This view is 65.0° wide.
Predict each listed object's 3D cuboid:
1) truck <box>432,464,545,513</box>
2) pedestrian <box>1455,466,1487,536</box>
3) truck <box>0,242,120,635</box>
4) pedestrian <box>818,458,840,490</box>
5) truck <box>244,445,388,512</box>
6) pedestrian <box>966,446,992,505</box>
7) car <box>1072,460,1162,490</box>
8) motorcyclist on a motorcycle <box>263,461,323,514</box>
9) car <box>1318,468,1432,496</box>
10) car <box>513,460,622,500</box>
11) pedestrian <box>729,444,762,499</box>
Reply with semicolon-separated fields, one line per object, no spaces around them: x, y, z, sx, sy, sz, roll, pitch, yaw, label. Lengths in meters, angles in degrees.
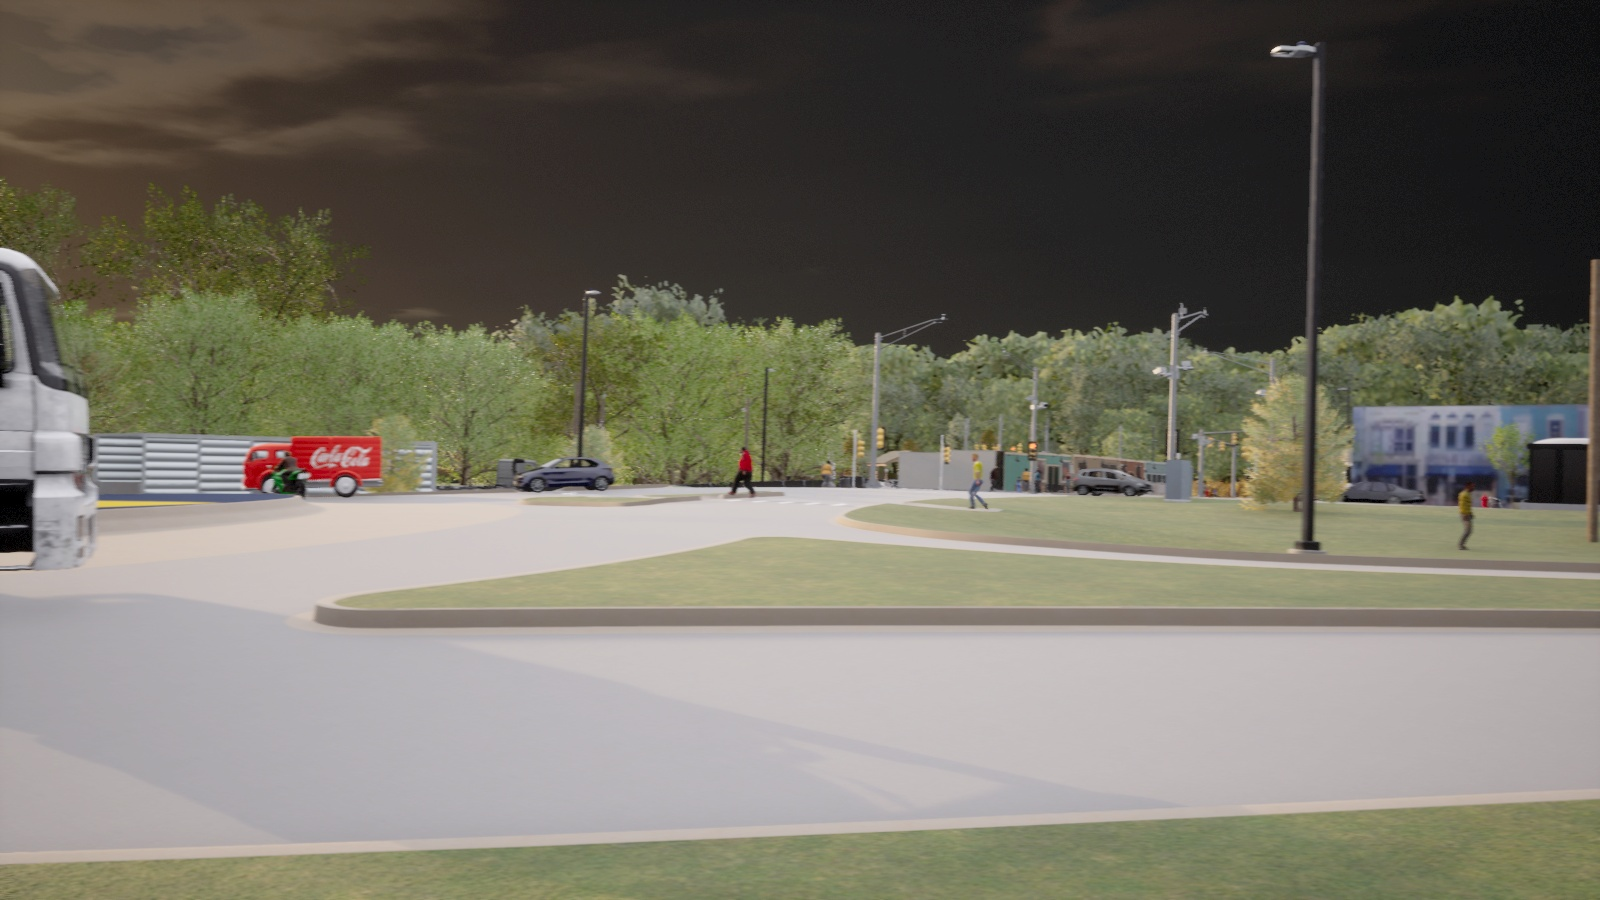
-23.242;2.806;94.048;2.891;3.462;7.936;0;-1;43;truck
17.708;1.343;33.150;0.709;1.840;0.431;0;-2;35;pedestrian
-10.545;-0.028;10.957;7.936;3.462;2.891;-1;0;-26;truck
1.730;1.438;74.596;0.874;1.855;0.900;-1;-2;38;pedestrian
-19.299;1.122;50.288;5.204;2.467;2.627;-2;-1;-20;truck
5.583;0.785;39.236;0.706;1.836;0.354;0;-2;30;pedestrian
18.680;1.485;74.080;4.611;1.667;2.242;-1;-2;38;car
-14.963;1.109;37.030;2.044;1.523;0.797;-3;-3;42;motorcyclist on a motorcycle
31.666;1.749;69.214;5.357;1.411;2.033;0;-2;37;car
-9.913;1.262;53.506;4.193;1.474;1.816;-2;0;-26;car
-1.842;0.733;42.602;0.899;1.844;0.634;0;-2;20;pedestrian
